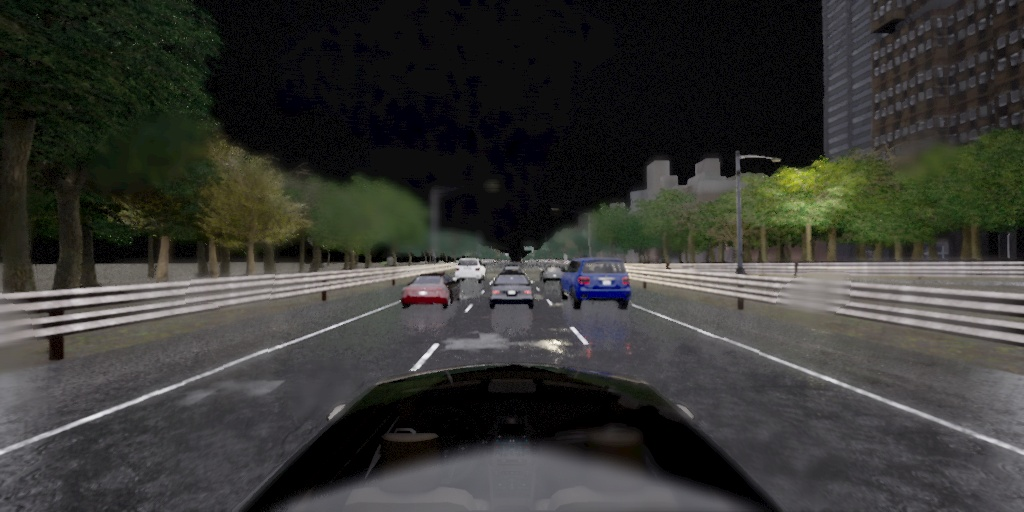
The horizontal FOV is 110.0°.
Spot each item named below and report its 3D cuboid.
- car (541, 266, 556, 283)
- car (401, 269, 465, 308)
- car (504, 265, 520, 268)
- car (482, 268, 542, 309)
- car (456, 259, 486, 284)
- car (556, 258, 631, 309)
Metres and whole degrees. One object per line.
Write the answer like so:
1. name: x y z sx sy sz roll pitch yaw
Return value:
1. car: 3.486 1.588 31.176 1.994 1.385 4.181 0 0 0
2. car: -3.505 1.452 16.148 1.994 1.385 4.181 0 0 0
3. car: -0.014 1.532 31.146 1.837 1.490 4.892 0 0 0
4. car: -0.008 1.431 15.843 2.033 1.411 5.357 0 -1 0
5. car: -3.519 1.238 30.857 2.150 2.045 5.566 0 0 0
6. car: 3.491 1.101 15.883 2.150 2.045 5.566 0 0 0
